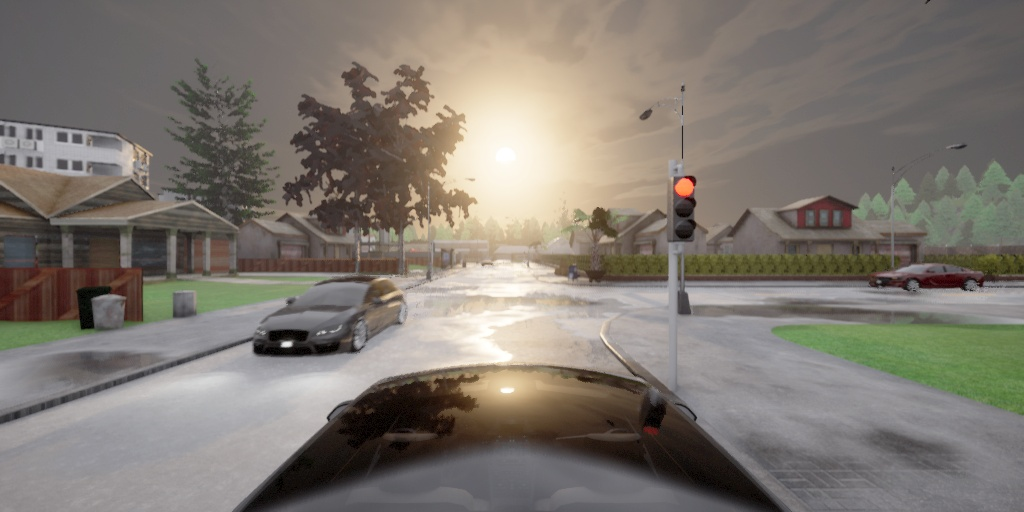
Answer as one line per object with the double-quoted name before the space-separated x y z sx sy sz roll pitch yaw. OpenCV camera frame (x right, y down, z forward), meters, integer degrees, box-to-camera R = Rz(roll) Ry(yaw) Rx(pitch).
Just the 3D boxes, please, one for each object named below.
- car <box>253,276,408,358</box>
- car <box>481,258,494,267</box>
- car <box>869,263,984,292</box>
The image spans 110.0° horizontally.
"car" -4.000 1.303 8.794 1.837 1.490 4.892 0 0 0
"car" -3.995 1.009 59.151 2.033 1.411 5.357 0 0 0
"car" 22.928 1.158 19.956 5.008 1.535 1.882 0 0 0
